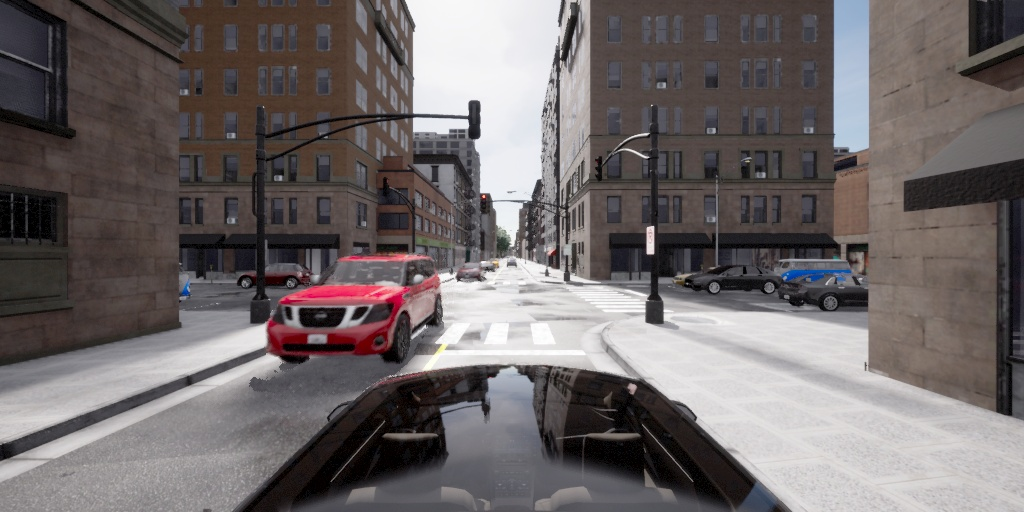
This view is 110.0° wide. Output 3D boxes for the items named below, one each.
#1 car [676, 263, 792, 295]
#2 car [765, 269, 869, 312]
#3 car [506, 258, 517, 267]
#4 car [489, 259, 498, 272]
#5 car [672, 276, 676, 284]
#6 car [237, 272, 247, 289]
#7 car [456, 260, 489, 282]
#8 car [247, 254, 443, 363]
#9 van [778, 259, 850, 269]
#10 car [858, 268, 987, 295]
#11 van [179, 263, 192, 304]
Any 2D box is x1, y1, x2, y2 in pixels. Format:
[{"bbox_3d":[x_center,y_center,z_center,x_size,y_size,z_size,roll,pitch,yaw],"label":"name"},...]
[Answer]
[{"bbox_3d":[11.918,1.248,19.434,4.892,1.490,1.837,0,0,-1],"label":"car"},{"bbox_3d":[12.514,1.305,13.460,4.403,1.370,2.007,0,0,1],"label":"car"},{"bbox_3d":[-0.038,1.259,63.733,2.033,1.411,5.357,0,0,0],"label":"car"},{"bbox_3d":[-3.127,1.297,44.688,1.994,1.385,4.181,0,0,0],"label":"car"},{"bbox_3d":[12.410,1.263,21.986,4.829,1.417,1.751,0,0,1],"label":"car"},{"bbox_3d":[-14.615,1.172,22.251,4.097,1.591,1.967,0,0,1],"label":"car"},{"bbox_3d":[-3.233,1.269,29.098,1.812,1.442,4.674,0,0,3],"label":"car"},{"bbox_3d":[-3.104,0.971,8.481,2.150,2.045,5.566,0,0,0],"label":"car"},{"bbox_3d":[18.249,1.080,21.929,3.998,1.789,1.690,0,0,1],"label":"van"},{"bbox_3d":[21.951,1.345,19.324,4.718,1.301,1.895,0,0,1],"label":"car"},{"bbox_3d":[-14.681,1.089,13.726,3.998,1.789,1.690,0,0,1],"label":"van"}]
